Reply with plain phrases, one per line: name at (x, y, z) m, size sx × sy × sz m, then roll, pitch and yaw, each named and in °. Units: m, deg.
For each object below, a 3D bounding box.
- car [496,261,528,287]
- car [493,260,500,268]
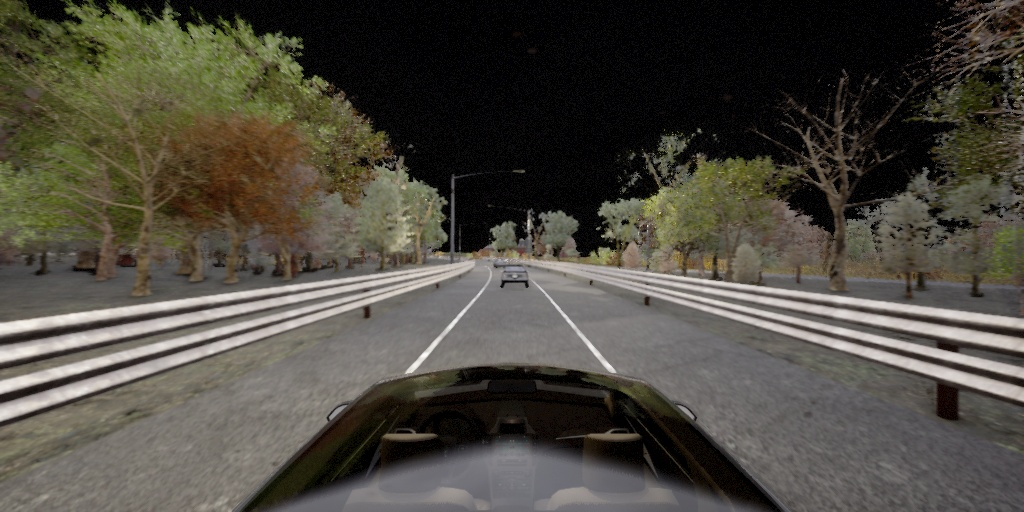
car at (0.147, 1.303, 24.974) m, size 2.033 × 1.411 × 5.357 m, roll 0°, pitch 0°, yaw -1°
car at (-2.097, 1.274, 59.100) m, size 1.994 × 1.385 × 4.181 m, roll 0°, pitch 0°, yaw -7°
